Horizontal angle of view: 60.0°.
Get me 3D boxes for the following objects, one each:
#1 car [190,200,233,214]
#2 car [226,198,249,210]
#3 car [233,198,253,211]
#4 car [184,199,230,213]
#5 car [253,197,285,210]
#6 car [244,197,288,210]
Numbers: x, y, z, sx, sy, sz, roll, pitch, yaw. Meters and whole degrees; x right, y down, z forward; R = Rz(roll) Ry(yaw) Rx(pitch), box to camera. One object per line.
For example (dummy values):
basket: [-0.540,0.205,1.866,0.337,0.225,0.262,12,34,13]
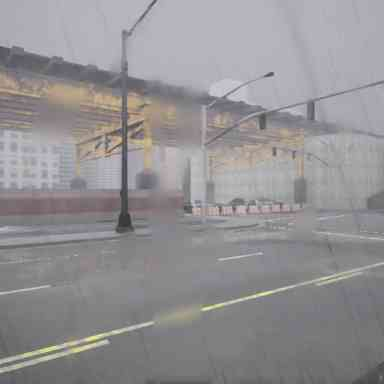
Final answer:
car: [1.523,1.453,35.256,4.974,1.542,2.038,0,0,8]
car: [5.284,1.295,37.990,1.853,1.218,4.536,0,0,18]
car: [5.268,1.453,37.940,2.038,1.542,4.974,0,0,18]
car: [1.472,1.295,35.263,4.536,1.218,1.853,0,0,8]
car: [9.128,1.295,41.693,4.536,1.218,1.853,0,0,-7]
car: [9.179,1.453,41.700,4.974,1.542,2.038,0,0,-7]
